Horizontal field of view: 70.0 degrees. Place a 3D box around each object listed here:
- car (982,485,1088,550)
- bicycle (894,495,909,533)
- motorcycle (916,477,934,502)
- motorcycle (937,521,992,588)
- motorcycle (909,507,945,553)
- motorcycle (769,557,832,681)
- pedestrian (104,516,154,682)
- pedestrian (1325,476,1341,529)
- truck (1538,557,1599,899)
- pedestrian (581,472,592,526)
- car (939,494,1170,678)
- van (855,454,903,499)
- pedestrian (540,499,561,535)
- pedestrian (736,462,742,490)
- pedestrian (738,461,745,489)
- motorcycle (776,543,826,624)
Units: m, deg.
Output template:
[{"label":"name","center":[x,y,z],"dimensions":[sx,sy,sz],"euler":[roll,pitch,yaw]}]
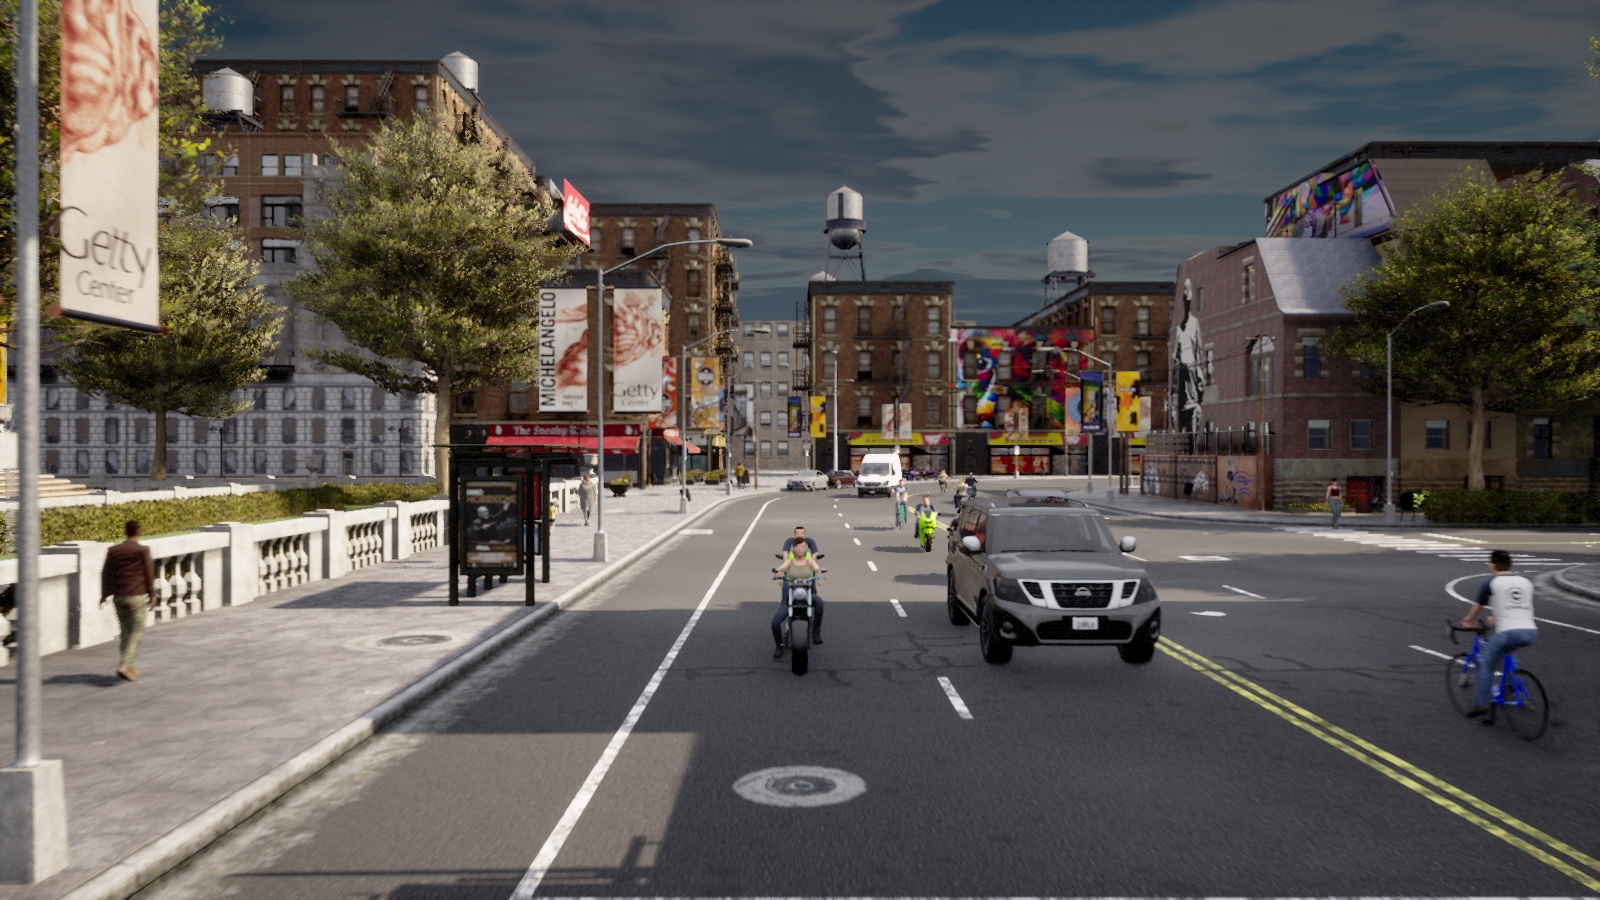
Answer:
[{"label":"car","center":[6.996,1.968,34.507],"dimensions":[2.242,1.667,4.611],"euler":[0,0,0]},{"label":"bicycle","center":[3.529,2.205,39.677],"dimensions":[0.373,1.196,1.643],"euler":[0,0,0]},{"label":"motorcycle","center":[6.910,2.169,63.198],"dimensions":[0.764,1.277,2.356],"euler":[0,0,0]},{"label":"motorcycle","center":[3.501,2.205,24.477],"dimensions":[0.867,1.251,2.209],"euler":[0,0,0]},{"label":"motorcycle","center":[3.518,2.212,31.803],"dimensions":[0.803,1.145,2.033],"euler":[0,0,0]},{"label":"motorcycle","center":[0.007,2.170,15.106],"dimensions":[0.764,1.277,2.356],"euler":[0,0,0]},{"label":"pedestrian","center":[-7.696,1.696,13.113],"dimensions":[0.375,1.860,0.375],"euler":[0,0,-4]},{"label":"pedestrian","center":[18.909,1.848,40.522],"dimensions":[0.375,1.860,0.375],"euler":[0,0,-2]},{"label":"truck","center":[3.536,1.564,0.804],"dimensions":[2.627,2.467,5.204],"euler":[0,0,-1]},{"label":"pedestrian","center":[-7.401,1.696,39.565],"dimensions":[0.375,1.860,0.375],"euler":[0,0,-12]},{"label":"car","center":[3.467,1.779,16.829],"dimensions":[2.150,2.045,5.566],"euler":[0,0,0]},{"label":"van","center":[4.742,1.533,67.976],"dimensions":[1.988,2.561,5.915],"euler":[0,0,12]},{"label":"pedestrian","center":[-7.756,2.076,35.512],"dimensions":[0.500,1.100,0.500],"euler":[0,0,4]},{"label":"pedestrian","center":[-3.987,1.695,74.946],"dimensions":[0.375,1.860,0.375],"euler":[0,0,3]},{"label":"pedestrian","center":[-3.963,1.697,77.709],"dimensions":[0.375,1.860,0.375],"euler":[0,0,20]},{"label":"motorcycle","center":[0.018,2.213,19.257],"dimensions":[0.803,1.145,2.033],"euler":[0,0,0]}]
